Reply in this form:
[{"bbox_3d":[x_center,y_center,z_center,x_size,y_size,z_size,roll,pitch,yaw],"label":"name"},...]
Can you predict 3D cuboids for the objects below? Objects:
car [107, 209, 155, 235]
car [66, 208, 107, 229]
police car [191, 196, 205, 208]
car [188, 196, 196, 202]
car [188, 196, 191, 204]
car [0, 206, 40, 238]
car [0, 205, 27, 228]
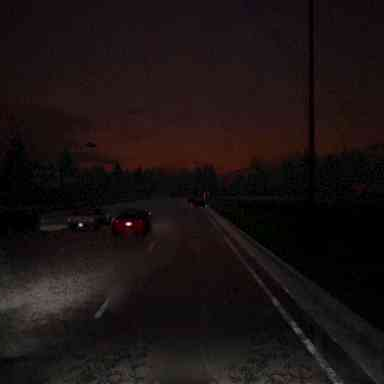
[{"bbox_3d":[-3.406,1.711,19.864,1.994,1.385,4.181,0,0,0],"label":"car"},{"bbox_3d":[-6.907,1.770,22.851,1.895,1.301,4.718,0,0,0],"label":"car"},{"bbox_3d":[1.208,1.845,57.026,1.930,1.638,5.238,0,0,0],"label":"police car"},{"bbox_3d":[-0.027,1.874,92.318,2.097,1.767,4.553,0,0,0],"label":"car"},{"bbox_3d":[-0.022,1.909,77.348,1.837,1.490,4.892,0,0,0],"label":"car"},{"bbox_3d":[-10.405,1.617,18.784,1.882,1.535,5.008,0,0,0],"label":"car"},{"bbox_3d":[-13.921,1.703,23.962,1.812,1.442,4.674,0,0,0],"label":"car"}]
